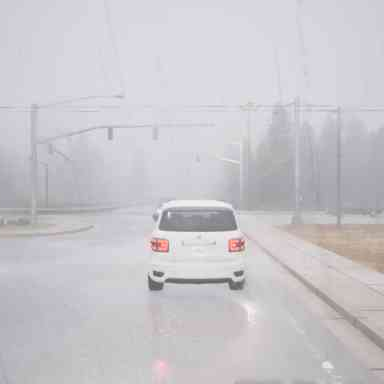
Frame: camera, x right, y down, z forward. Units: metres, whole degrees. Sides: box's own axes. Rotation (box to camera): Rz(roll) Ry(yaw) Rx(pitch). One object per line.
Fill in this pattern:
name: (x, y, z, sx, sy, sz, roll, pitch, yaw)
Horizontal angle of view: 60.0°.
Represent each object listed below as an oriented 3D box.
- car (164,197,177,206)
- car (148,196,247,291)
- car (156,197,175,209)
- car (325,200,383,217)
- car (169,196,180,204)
car: (-3.593, 1.564, 55.974, 1.994, 1.385, 4.181, 0, 0, 0)
car: (0.061, 1.218, 9.178, 2.150, 2.045, 5.566, 0, 0, -2)
car: (-3.612, 1.491, 46.134, 2.128, 1.511, 4.902, 0, 0, 0)
car: (14.882, 1.518, 30.593, 4.902, 1.511, 2.128, 0, 0, 1)
car: (-3.471, 1.564, 65.840, 1.994, 1.385, 4.181, 0, 0, 1)
